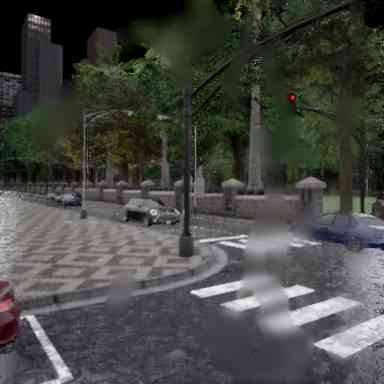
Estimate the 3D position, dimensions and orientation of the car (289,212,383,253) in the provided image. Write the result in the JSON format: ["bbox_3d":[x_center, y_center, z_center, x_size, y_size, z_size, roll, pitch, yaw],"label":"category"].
[{"bbox_3d":[6.373,1.551,13.927,2.033,1.411,5.357,2,0,-20],"label":"car"}]

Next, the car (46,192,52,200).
[{"bbox_3d":[-22.235,0.663,53.974,1.994,1.385,4.181,0,1,-35],"label":"car"}]

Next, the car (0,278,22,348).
[{"bbox_3d":[-4.225,1.571,3.639,4.206,1.307,1.802,1,-1,-36],"label":"car"}]

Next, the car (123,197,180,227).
[{"bbox_3d":[-2.642,1.141,21.103,2.097,1.767,4.553,0,1,-35],"label":"car"}]

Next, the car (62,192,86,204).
[{"bbox_3d":[-16.292,0.777,45.704,1.882,1.535,5.008,0,1,-35],"label":"car"}]

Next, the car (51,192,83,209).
[{"bbox_3d":[-13.546,0.937,36.436,1.882,1.535,5.008,0,1,-35],"label":"car"}]
